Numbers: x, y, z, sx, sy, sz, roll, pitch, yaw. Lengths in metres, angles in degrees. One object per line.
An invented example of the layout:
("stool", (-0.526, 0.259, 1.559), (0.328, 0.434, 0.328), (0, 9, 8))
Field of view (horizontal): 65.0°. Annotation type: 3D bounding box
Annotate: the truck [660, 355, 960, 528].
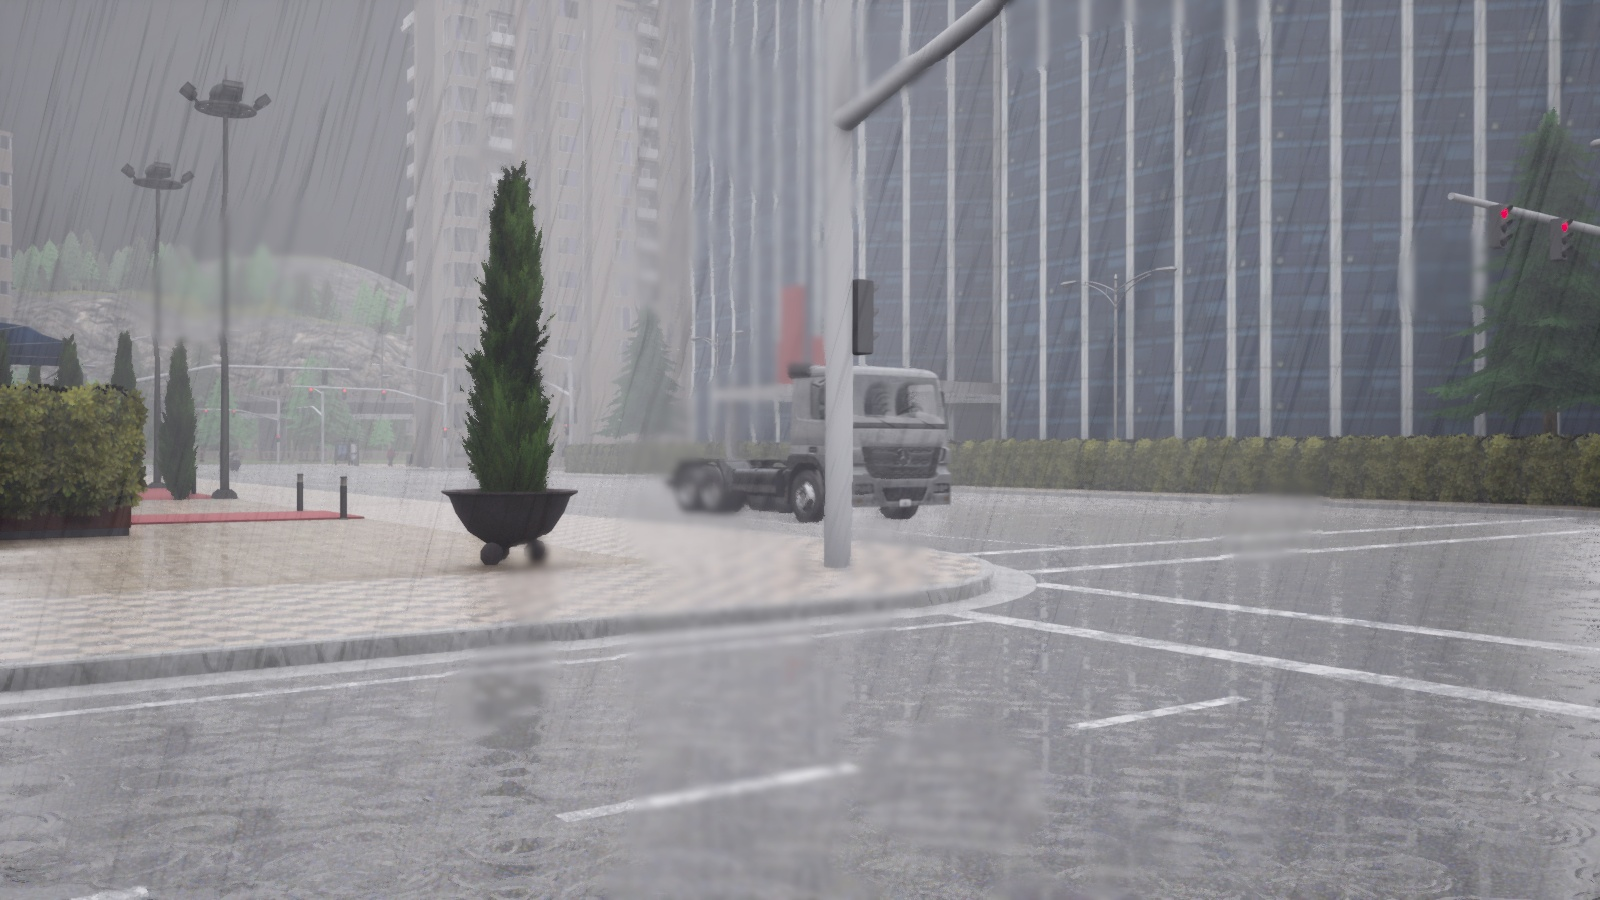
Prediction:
("truck", (-0.053, -0.165, 29.217), (2.891, 3.462, 7.936), (0, 0, -35))
